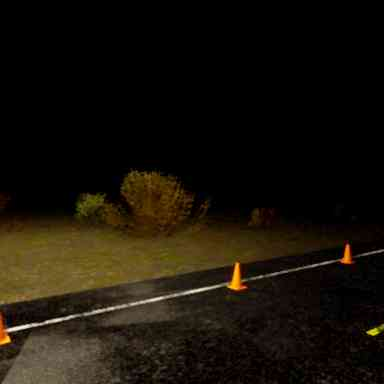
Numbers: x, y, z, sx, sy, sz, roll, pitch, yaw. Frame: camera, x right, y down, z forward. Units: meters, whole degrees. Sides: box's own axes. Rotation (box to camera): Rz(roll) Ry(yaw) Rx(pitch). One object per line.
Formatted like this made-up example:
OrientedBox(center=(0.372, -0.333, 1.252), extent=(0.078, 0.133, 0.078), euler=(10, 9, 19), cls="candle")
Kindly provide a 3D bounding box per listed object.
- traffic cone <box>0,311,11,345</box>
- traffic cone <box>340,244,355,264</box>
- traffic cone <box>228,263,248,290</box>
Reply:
OrientedBox(center=(-2.946, 1.961, 5.017), extent=(0.340, 0.580, 0.340), euler=(0, 0, -36), cls="traffic cone")
OrientedBox(center=(5.101, 2.002, 10.872), extent=(0.340, 0.580, 0.340), euler=(0, 0, -36), cls="traffic cone")
OrientedBox(center=(1.089, 1.982, 7.929), extent=(0.340, 0.580, 0.340), euler=(0, 0, -36), cls="traffic cone")
